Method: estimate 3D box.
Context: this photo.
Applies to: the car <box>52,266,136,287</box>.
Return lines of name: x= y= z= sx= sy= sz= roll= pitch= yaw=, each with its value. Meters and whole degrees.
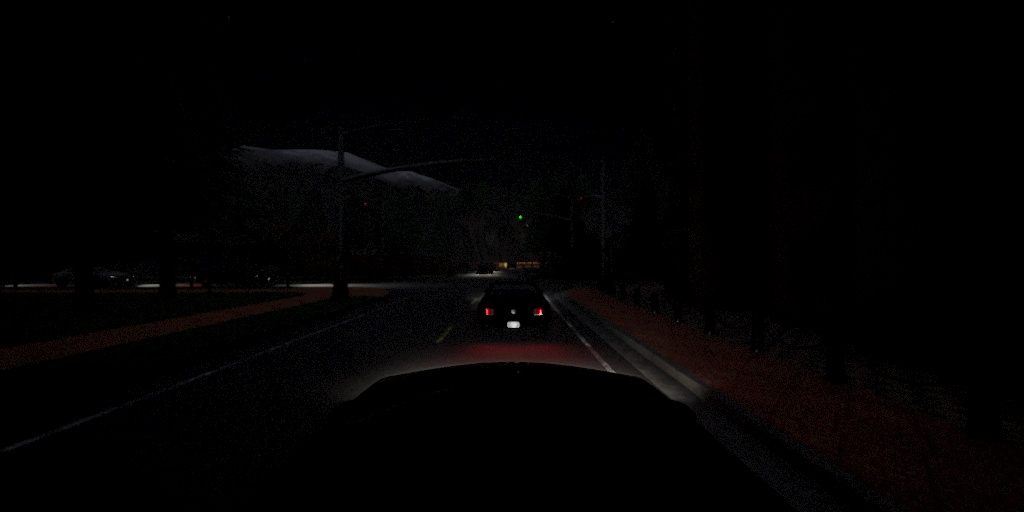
car: x=-30.172 y=1.460 z=25.909 sx=4.674 sy=1.442 sz=1.812 roll=0 pitch=0 yaw=-1

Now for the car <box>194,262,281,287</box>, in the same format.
car: x=-20.225 y=1.427 z=26.149 sx=4.902 sy=1.511 sz=2.128 roll=0 pitch=0 yaw=-1

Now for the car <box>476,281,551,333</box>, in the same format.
car: x=0.055 y=1.427 z=11.088 sx=1.895 sy=1.301 sz=4.718 roll=0 pitch=0 yaw=0

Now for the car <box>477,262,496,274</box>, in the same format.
car: x=-3.662 y=1.610 z=48.947 sx=1.882 sy=1.535 sz=5.008 roll=0 pitch=0 yaw=0
